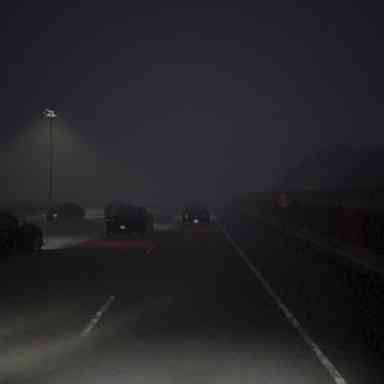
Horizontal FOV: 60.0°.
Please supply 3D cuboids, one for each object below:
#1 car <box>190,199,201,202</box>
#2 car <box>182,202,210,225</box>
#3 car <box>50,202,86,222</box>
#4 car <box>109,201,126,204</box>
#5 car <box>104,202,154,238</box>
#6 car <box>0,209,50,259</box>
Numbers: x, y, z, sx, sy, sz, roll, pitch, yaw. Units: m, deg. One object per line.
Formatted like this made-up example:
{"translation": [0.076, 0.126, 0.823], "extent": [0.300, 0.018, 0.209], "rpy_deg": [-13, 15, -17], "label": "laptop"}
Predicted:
{"translation": [0.434, 1.634, 42.105], "extent": [1.812, 1.442, 4.674], "rpy_deg": [0, 0, 0], "label": "car"}
{"translation": [0.290, 1.664, 24.392], "extent": [1.895, 1.301, 4.718], "rpy_deg": [0, 0, 0], "label": "car"}
{"translation": [-10.187, 1.579, 27.088], "extent": [1.812, 1.442, 4.674], "rpy_deg": [0, 0, 0], "label": "car"}
{"translation": [-6.659, 1.559, 30.450], "extent": [2.128, 1.511, 4.902], "rpy_deg": [0, 0, 0], "label": "car"}
{"translation": [-3.259, 1.519, 18.151], "extent": [1.882, 1.535, 5.008], "rpy_deg": [0, 0, 0], "label": "car"}
{"translation": [-6.809, 1.370, 10.976], "extent": [2.097, 1.767, 4.553], "rpy_deg": [0, 0, 0], "label": "car"}
